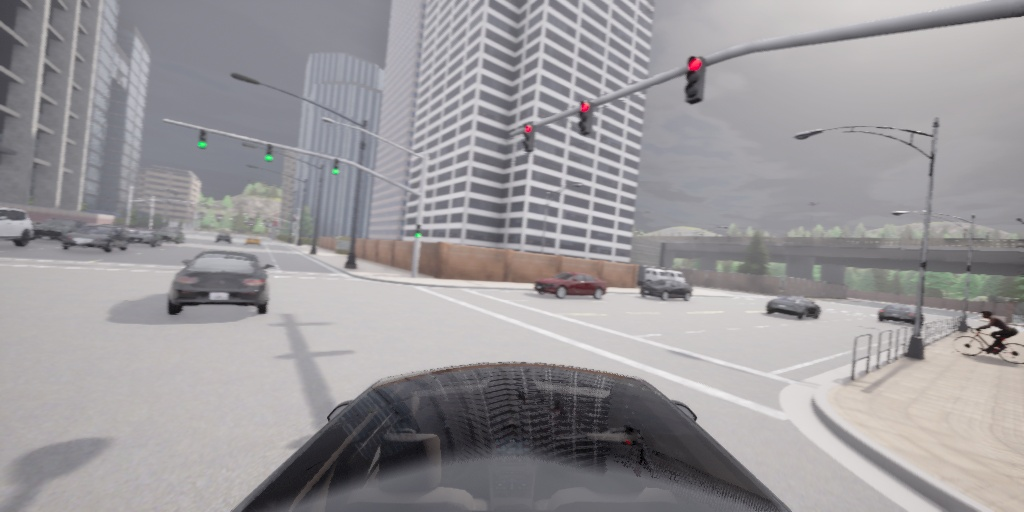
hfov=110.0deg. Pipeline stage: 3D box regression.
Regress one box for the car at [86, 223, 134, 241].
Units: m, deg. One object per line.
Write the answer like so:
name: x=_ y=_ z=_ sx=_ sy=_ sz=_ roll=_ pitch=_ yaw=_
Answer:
car: x=-37.366 y=-2.214 z=33.456 sx=1.812 sy=1.442 sz=4.674 roll=6 pitch=0 yaw=-35

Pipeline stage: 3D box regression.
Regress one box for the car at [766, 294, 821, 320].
car: x=18.306 y=3.241 z=23.259 sx=4.181 sy=1.385 sz=1.994 roll=6 pitch=0 yaw=-36

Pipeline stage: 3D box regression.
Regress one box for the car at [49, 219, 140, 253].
car: x=-24.718 y=-1.075 z=21.472 sx=2.128 sy=1.511 sz=4.902 roll=6 pitch=0 yaw=-35

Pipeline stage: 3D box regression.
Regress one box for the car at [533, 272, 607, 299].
car: x=3.560 y=1.693 z=21.507 sx=5.008 sy=1.535 sz=1.882 roll=6 pitch=0 yaw=-36

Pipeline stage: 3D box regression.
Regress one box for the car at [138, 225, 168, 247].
car: x=-30.457 y=-1.518 z=29.614 sx=1.994 sy=1.385 sz=4.181 roll=6 pitch=0 yaw=-36

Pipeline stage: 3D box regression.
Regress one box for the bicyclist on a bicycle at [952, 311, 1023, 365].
bicyclist on a bicycle: x=16.169 y=2.699 z=12.075 sx=0.582 sy=1.620 sz=1.656 roll=6 pitch=0 yaw=-36

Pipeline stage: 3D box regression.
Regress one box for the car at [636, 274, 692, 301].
car: x=11.814 y=2.541 z=27.428 sx=5.008 sy=1.535 sz=1.882 roll=6 pitch=0 yaw=-36

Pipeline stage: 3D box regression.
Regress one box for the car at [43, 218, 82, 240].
car: x=-31.607 y=-1.871 z=25.234 sx=2.097 sy=1.767 sz=4.553 roll=6 pitch=0 yaw=-35

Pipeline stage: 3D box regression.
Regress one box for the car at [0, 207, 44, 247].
car: x=-26.150 y=-1.511 z=17.501 sx=2.150 sy=2.045 sz=5.566 roll=6 pitch=0 yaw=-35

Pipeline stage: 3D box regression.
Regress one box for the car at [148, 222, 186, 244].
car: x=-36.192 y=-2.246 z=37.909 sx=2.097 sy=1.767 sz=4.553 roll=6 pitch=0 yaw=-35

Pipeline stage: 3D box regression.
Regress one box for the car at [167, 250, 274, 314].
car: x=-7.543 y=0.577 z=9.517 sx=1.812 sy=1.442 sz=4.674 roll=6 pitch=0 yaw=-35

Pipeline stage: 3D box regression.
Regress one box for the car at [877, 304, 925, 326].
car: x=28.626 y=4.275 z=26.373 sx=4.181 sy=1.385 sz=1.994 roll=6 pitch=0 yaw=-36
